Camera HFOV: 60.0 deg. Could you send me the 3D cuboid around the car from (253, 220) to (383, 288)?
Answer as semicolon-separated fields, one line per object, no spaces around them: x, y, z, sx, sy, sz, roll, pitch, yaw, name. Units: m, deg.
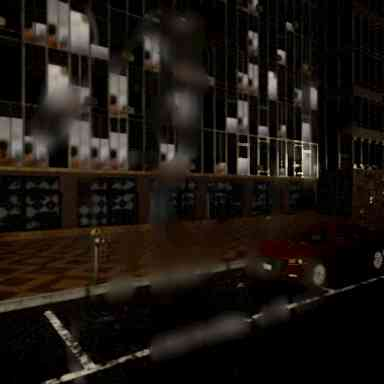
3.613;1.506;9.136;4.507;1.381;1.887;0;0;-36;car
